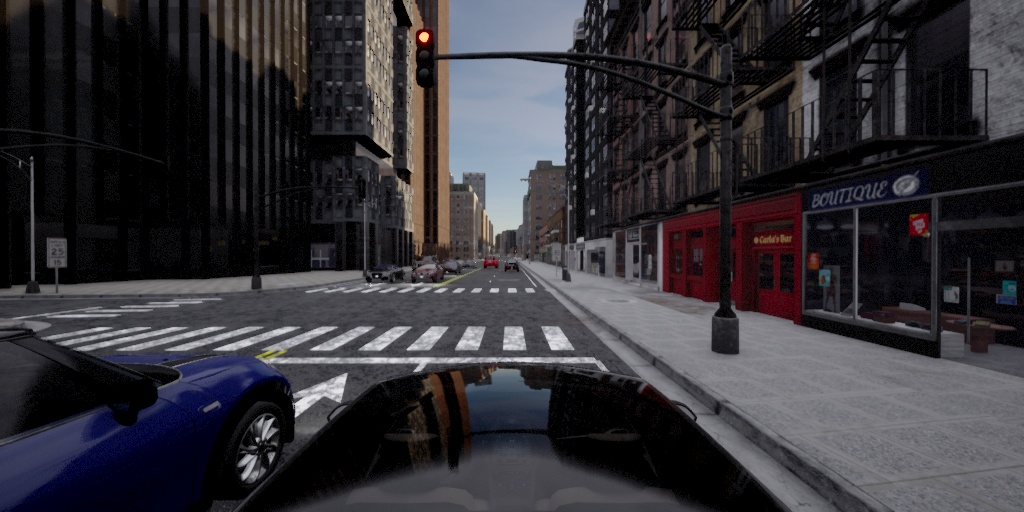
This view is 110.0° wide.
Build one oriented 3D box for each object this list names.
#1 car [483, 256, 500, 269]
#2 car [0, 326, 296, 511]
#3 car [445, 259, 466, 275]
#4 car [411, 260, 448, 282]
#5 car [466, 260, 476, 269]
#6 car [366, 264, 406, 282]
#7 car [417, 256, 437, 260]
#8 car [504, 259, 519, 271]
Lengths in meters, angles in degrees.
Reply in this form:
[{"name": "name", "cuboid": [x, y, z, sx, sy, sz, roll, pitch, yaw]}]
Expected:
[{"name": "car", "cuboid": [-3.407, 0.978, 58.080, 2.150, 2.045, 5.566, 0, 0, 0]}, {"name": "car", "cuboid": [-3.146, 1.102, 1.620, 2.097, 1.767, 4.553, 0, 0, 0]}, {"name": "car", "cuboid": [-6.697, 1.300, 39.598, 2.033, 1.411, 5.357, 0, 0, 0]}, {"name": "car", "cuboid": [-6.667, 1.277, 28.768, 1.812, 1.442, 4.674, 0, 0, 0]}, {"name": "car", "cuboid": [-6.715, 1.320, 55.440, 1.994, 1.385, 4.181, 0, 0, 0]}, {"name": "car", "cuboid": [-9.907, 1.315, 28.360, 1.994, 1.385, 4.181, 0, 0, 1]}, {"name": "car", "cuboid": [-9.949, 0.974, 41.552, 2.150, 2.045, 5.566, 0, 0, 0]}, {"name": "car", "cuboid": [-0.030, 1.260, 48.759, 1.837, 1.490, 4.892, 0, 0, 0]}]
